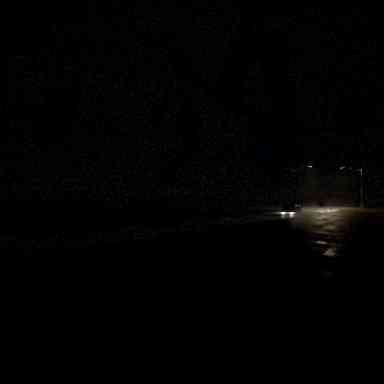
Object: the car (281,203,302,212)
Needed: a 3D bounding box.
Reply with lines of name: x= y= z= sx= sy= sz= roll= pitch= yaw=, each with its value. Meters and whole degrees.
car: x=14.807 y=2.259 z=49.328 sx=1.994 sy=1.385 sz=4.181 roll=-1 pitch=-1 yaw=36
